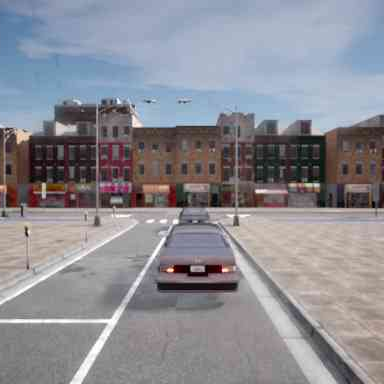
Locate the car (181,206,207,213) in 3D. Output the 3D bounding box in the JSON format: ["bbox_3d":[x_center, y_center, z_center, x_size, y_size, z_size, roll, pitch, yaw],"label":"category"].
[{"bbox_3d":[0.117,1.540,19.287,2.033,1.411,5.357,0,0,-1],"label":"car"}]

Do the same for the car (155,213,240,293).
[{"bbox_3d":[0.118,1.544,8.977,2.033,1.411,5.357,0,0,0],"label":"car"}]
